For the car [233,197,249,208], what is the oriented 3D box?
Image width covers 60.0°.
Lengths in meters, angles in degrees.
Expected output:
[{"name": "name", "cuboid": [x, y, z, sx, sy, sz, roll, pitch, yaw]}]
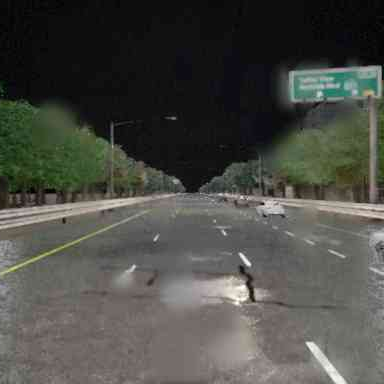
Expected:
[{"name": "car", "cuboid": [7.052, 1.473, 48.258, 2.128, 1.511, 4.902, 0, 0, 0]}]

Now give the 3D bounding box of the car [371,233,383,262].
[{"name": "car", "cuboid": [7.005, 1.600, 9.143, 1.895, 1.301, 4.718, 0, 0, 0]}]

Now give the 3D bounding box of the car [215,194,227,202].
[{"name": "car", "cuboid": [7.093, 1.479, 78.374, 1.837, 1.490, 4.892, 0, 0, 0]}]

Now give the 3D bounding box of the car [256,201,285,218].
[{"name": "car", "cuboid": [7.029, 1.521, 30.031, 1.812, 1.442, 4.674, 0, 0, 0]}]
